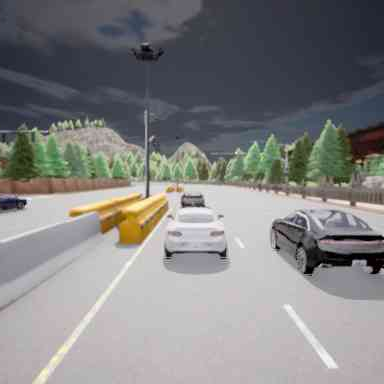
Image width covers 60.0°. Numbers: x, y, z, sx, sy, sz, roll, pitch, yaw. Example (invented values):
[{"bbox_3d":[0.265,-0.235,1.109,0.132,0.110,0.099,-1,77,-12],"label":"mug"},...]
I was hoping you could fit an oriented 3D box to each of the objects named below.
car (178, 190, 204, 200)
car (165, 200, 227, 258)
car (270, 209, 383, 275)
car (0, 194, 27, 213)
[{"bbox_3d":[-0.033,0.599,27.110,2.128,1.511,4.902,0,2,-3],"label":"car"},{"bbox_3d":[0.117,1.206,11.219,1.812,1.442,4.674,0,2,0],"label":"car"},{"bbox_3d":[3.611,1.231,9.580,2.128,1.511,4.902,0,2,0],"label":"car"},{"bbox_3d":[-13.936,0.820,24.007,1.895,1.301,4.718,0,2,1],"label":"car"}]
